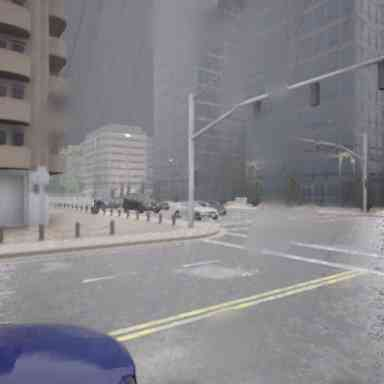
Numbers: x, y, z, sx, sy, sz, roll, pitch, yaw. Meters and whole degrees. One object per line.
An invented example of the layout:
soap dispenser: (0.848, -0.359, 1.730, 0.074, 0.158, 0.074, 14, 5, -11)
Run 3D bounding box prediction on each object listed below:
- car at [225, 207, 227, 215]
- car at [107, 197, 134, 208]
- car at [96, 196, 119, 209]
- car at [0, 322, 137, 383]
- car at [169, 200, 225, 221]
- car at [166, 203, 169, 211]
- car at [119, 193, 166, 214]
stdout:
car: (1.341, 1.488, 31.691, 1.812, 1.442, 4.674, 0, 0, -36)
car: (-10.405, 1.454, 48.393, 2.128, 1.511, 4.902, 0, 0, -35)
car: (-11.049, 1.311, 43.192, 2.097, 1.767, 4.553, 0, 0, -35)
car: (-2.567, 1.525, 1.923, 4.674, 1.442, 1.812, 0, 0, -35)
car: (0.292, 1.485, 27.130, 1.812, 1.442, 4.674, 0, 0, -35)
car: (-4.445, 1.467, 39.852, 1.837, 1.490, 4.892, 0, 0, -35)
car: (-5.323, 1.181, 35.010, 2.150, 2.045, 5.566, 0, 0, -36)
